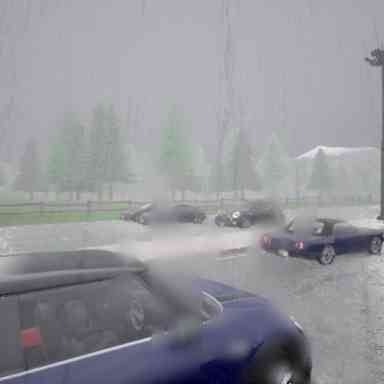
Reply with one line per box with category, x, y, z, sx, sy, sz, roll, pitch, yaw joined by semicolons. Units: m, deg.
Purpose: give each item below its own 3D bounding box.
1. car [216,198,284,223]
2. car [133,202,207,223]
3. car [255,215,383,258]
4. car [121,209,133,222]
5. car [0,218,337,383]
car;3.601;1.289;20.699;4.553;1.767;2.097;0;0;-36
car;-1.159;1.477;21.585;4.674;1.442;1.812;0;0;-36
car;4.592;1.558;11.329;4.718;1.301;1.895;0;0;-36
car;-2.946;1.476;24.610;4.674;1.442;1.812;0;0;-36
car;-0.942;1.348;3.073;4.553;1.767;2.097;0;0;-36
